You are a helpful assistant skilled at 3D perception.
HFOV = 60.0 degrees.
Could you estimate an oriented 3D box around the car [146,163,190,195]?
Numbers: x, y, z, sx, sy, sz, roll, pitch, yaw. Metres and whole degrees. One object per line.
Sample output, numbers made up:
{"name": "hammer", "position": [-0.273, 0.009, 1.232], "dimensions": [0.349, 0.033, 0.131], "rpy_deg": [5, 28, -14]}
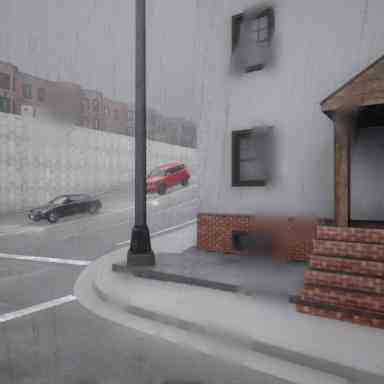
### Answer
{"name": "car", "position": [-2.351, -1.187, 28.687], "dimensions": [2.150, 2.045, 5.566], "rpy_deg": [0, 13, 34]}

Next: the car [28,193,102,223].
{"name": "car", "position": [-7.826, 0.873, 20.854], "dimensions": [1.812, 1.442, 4.674], "rpy_deg": [0, 7, 35]}
